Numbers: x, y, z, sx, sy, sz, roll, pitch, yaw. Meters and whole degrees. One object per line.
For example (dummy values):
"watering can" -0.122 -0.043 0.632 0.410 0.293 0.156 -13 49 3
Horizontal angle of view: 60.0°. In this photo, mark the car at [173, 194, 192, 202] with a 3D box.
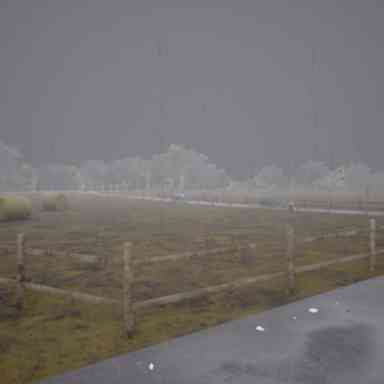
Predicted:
"car" -1.873 1.036 60.329 1.812 1.442 4.674 1 0 -35

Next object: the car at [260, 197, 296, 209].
"car" 10.932 1.354 42.330 2.128 1.511 4.902 1 0 -36
